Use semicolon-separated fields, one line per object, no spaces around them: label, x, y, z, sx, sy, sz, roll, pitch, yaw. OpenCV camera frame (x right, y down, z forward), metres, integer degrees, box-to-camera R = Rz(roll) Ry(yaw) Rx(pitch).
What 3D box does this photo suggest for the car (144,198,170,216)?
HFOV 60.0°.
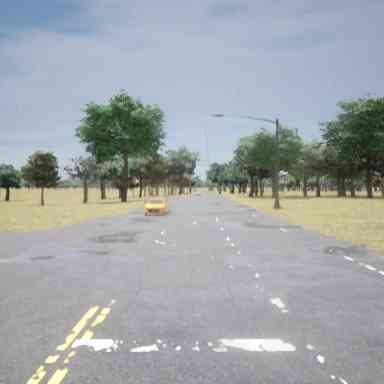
car;-3.190;1.292;30.746;1.882;1.535;5.008;0;1;2
